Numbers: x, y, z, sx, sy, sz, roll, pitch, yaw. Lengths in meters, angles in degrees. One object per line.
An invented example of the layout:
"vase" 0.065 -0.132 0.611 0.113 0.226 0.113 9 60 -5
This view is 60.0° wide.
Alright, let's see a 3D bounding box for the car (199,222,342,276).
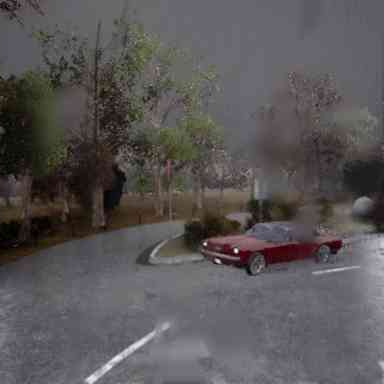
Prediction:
"car" 2.601 1.666 10.647 4.718 1.301 1.895 0 0 -32
